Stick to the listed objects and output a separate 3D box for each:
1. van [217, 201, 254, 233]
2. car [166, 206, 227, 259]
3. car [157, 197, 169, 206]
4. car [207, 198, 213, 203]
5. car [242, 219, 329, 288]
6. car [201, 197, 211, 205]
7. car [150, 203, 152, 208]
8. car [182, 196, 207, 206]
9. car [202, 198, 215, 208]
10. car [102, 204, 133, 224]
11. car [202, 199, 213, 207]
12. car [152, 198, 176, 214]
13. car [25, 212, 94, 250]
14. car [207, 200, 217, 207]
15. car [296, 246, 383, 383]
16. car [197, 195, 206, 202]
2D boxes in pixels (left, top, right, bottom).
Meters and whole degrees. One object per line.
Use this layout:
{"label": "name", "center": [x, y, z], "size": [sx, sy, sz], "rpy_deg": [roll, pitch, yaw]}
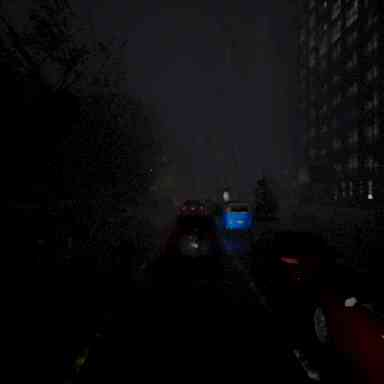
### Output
{"label": "van", "center": [2.689, 1.451, 20.392], "size": [1.690, 1.788, 3.998], "rpy_deg": [0, 0, 0]}
{"label": "car", "center": [0.083, 1.546, 12.975], "size": [1.882, 1.535, 5.008], "rpy_deg": [0, 0, 0]}
{"label": "car", "center": [-5.699, 1.830, 65.446], "size": [1.967, 1.590, 4.097], "rpy_deg": [0, 0, 0]}
{"label": "car", "center": [2.685, 1.826, 42.919], "size": [1.802, 1.307, 4.206], "rpy_deg": [0, 0, 0]}
{"label": "car", "center": [2.690, 1.630, 9.126], "size": [1.802, 1.307, 4.206], "rpy_deg": [0, 0, 0]}
{"label": "car", "center": [2.991, 1.914, 71.792], "size": [1.882, 1.535, 5.008], "rpy_deg": [0, 0, 0]}
{"label": "car", "center": [-5.697, 1.879, 54.182], "size": [1.947, 1.339, 4.313], "rpy_deg": [0, 0, 0]}
{"label": "car", "center": [0.089, 1.532, 32.332], "size": [2.097, 1.767, 4.553], "rpy_deg": [0, 0, 0]}
{"label": "car", "center": [2.684, 1.754, 54.184], "size": [1.967, 1.590, 4.097], "rpy_deg": [0, 0, 0]}
{"label": "car", "center": [-5.693, 1.668, 25.852], "size": [1.752, 1.417, 4.829], "rpy_deg": [0, 0, 0]}
{"label": "car", "center": [2.682, 1.932, 59.814], "size": [1.802, 1.307, 4.206], "rpy_deg": [0, 0, 0]}
{"label": "car", "center": [-3.103, 1.772, 39.640], "size": [2.033, 1.411, 5.357], "rpy_deg": [0, 0, 0]}
{"label": "car", "center": [-5.691, 1.623, 14.757], "size": [1.887, 1.381, 4.507], "rpy_deg": [0, 0, 0]}
{"label": "car", "center": [2.687, 1.758, 31.654], "size": [1.802, 1.307, 4.206], "rpy_deg": [0, 0, 0]}
{"label": "car", "center": [2.691, 1.600, 3.494], "size": [1.802, 1.307, 4.206], "rpy_deg": [0, 0, 0]}
{"label": "car", "center": [2.678, 1.913, 93.609], "size": [2.192, 1.841, 5.009], "rpy_deg": [0, 0, 0]}
